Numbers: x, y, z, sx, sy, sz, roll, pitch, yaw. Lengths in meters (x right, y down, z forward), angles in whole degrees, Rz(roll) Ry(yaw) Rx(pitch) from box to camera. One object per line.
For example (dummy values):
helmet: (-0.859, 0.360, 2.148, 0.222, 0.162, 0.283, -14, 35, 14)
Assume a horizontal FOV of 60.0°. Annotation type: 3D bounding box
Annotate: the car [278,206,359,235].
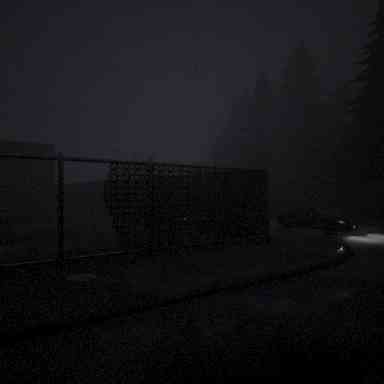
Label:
car: (7.059, 1.526, 19.076, 1.812, 1.442, 4.674, 0, 0, -34)
